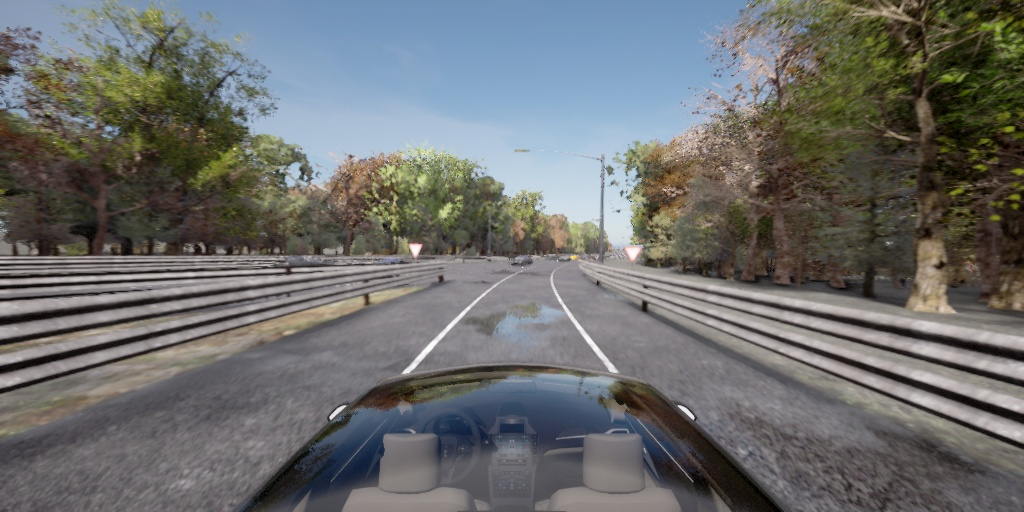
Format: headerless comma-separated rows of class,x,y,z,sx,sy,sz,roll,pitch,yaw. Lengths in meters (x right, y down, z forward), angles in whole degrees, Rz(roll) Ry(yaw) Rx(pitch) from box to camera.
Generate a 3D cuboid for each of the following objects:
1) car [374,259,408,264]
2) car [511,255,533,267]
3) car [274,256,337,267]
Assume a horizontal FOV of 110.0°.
car,-9.045,0.918,27.808,1.812,1.442,4.674,1,1,22
car,1.586,0.814,53.714,2.033,1.411,5.357,1,1,22
car,-16.278,0.731,28.611,2.128,1.511,4.902,1,1,22
